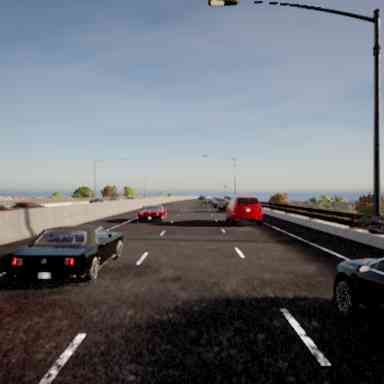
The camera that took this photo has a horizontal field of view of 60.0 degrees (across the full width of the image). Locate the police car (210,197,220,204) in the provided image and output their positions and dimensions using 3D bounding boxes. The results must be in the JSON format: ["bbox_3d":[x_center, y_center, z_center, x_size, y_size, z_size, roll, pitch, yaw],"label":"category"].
[{"bbox_3d":[5.065,1.843,72.539,2.038,1.542,4.974,0,0,2],"label":"police car"}]

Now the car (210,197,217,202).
[{"bbox_3d":[6.136,2.050,94.357,2.033,1.411,5.357,0,0,3],"label":"car"}]

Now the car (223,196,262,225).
[{"bbox_3d":[3.799,1.309,24.932,2.150,2.045,5.566,0,0,1],"label":"car"}]

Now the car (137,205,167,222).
[{"bbox_3d":[-3.164,1.694,27.369,1.895,1.301,4.718,0,0,1],"label":"car"}]

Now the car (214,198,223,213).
[{"bbox_3d":[3.979,1.742,39.819,1.895,1.301,4.718,0,0,1],"label":"car"}]

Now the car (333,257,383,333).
[{"bbox_3d":[3.617,1.509,4.486,2.128,1.511,4.902,0,0,0],"label":"car"}]

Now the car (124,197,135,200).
[{"bbox_3d":[-12.629,1.798,68.158,1.837,1.490,4.892,0,0,2],"label":"car"}]

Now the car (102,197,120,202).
[{"bbox_3d":[-16.125,1.822,68.309,2.128,1.511,4.902,0,0,2],"label":"car"}]

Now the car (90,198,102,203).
[{"bbox_3d":[-19.607,1.893,68.845,1.895,1.301,4.718,0,0,2],"label":"car"}]

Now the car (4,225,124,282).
[{"bbox_3d":[-3.361,1.634,9.850,1.895,1.301,4.718,0,0,0],"label":"car"}]

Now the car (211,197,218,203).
[{"bbox_3d":[5.566,1.943,83.449,1.812,1.442,4.674,0,0,3],"label":"car"}]

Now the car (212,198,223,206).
[{"bbox_3d":[4.634,1.789,61.625,1.812,1.442,4.674,0,0,2],"label":"car"}]

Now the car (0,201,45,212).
[{"bbox_3d":[-13.860,1.567,27.275,1.882,1.535,5.008,0,0,1],"label":"car"}]

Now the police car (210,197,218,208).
[{"bbox_3d":[4.272,1.700,50.709,2.038,1.542,4.974,0,0,2],"label":"police car"}]
